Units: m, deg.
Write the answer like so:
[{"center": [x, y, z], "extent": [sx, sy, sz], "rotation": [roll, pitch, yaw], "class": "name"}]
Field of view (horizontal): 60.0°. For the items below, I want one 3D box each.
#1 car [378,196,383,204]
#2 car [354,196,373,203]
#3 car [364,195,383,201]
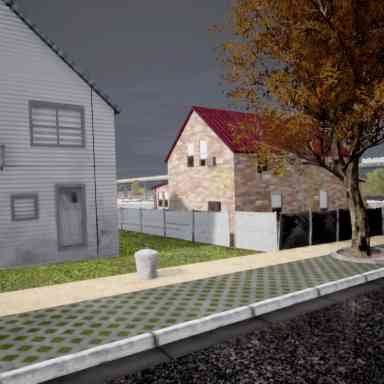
[{"center": [38.487, 1.625, 64.518], "extent": [2.128, 1.511, 4.902], "rotation": [-2, 0, 0], "class": "car"}, {"center": [38.574, 1.585, 74.944], "extent": [1.837, 1.490, 4.892], "rotation": [-2, 0, 0], "class": "car"}, {"center": [28.526, 1.558, 50.542], "extent": [2.150, 2.045, 5.566], "rotation": [-2, 0, 2], "class": "car"}]
